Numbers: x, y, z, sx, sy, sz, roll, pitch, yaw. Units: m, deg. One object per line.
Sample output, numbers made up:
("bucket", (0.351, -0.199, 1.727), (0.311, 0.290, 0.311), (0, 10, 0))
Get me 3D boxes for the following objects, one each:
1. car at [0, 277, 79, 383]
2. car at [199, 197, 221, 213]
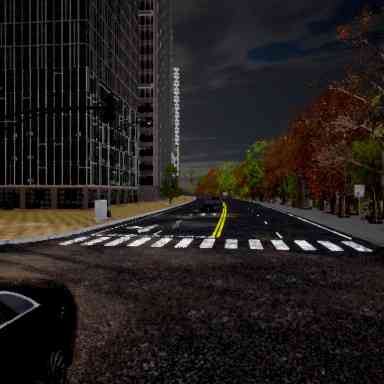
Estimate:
("car", (-2.520, 1.508, 2.087), (2.128, 1.511, 4.902), (0, 0, 8))
("car", (1.904, 1.575, 36.439), (1.994, 1.385, 4.181), (0, 0, 6))
